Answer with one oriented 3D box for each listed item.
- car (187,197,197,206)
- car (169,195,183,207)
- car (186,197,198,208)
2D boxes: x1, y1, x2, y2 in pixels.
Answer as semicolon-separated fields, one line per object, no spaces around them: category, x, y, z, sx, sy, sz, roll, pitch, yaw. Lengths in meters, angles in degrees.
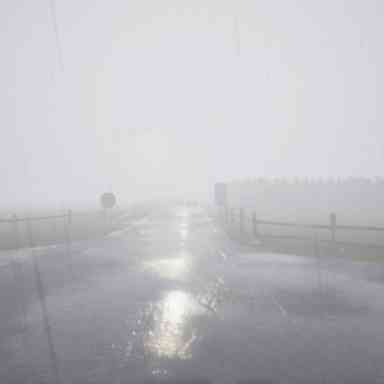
car;-0.003;1.835;64.904;1.837;1.490;4.892;0;0;0
car;-2.755;1.537;59.041;2.150;2.045;5.566;0;0;0
car;-0.003;1.885;54.929;1.895;1.301;4.718;0;0;0
